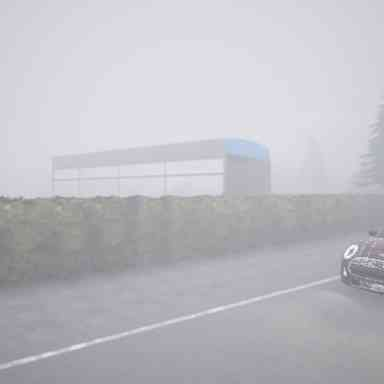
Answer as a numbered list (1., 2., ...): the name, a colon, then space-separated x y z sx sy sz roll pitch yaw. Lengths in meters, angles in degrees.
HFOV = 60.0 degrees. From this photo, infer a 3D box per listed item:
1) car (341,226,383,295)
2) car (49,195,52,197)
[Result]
1. car: 5.608 1.355 8.056 4.553 1.767 2.097 0 0 -36
2. car: -28.522 1.395 68.565 1.970 1.475 3.806 0 0 -36
